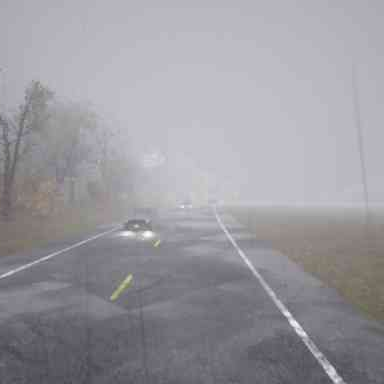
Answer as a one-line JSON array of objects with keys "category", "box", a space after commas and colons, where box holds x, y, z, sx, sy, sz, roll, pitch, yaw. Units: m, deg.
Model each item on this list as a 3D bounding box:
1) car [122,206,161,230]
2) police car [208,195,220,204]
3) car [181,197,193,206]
[{"category": "car", "box": [-3.229, 1.673, 22.480, 2.033, 1.411, 5.357, 0, 0, 2]}, {"category": "police car", "box": [4.538, 1.803, 72.996, 1.930, 1.638, 5.238, 0, 0, 5]}, {"category": "car", "box": [-0.925, 1.821, 62.882, 1.837, 1.490, 4.892, 0, 0, 5]}]
